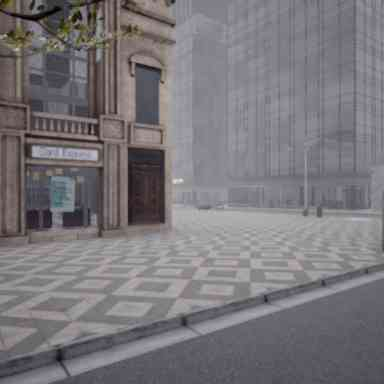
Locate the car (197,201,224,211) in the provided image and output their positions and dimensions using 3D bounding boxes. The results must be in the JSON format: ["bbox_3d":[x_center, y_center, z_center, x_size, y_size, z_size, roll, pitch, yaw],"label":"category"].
[{"bbox_3d":[2.609,2.011,48.103,2.128,1.511,4.902,0,-1,-36],"label":"car"}]
